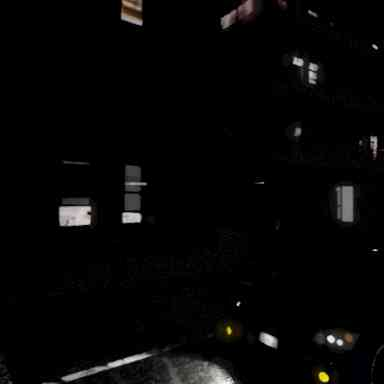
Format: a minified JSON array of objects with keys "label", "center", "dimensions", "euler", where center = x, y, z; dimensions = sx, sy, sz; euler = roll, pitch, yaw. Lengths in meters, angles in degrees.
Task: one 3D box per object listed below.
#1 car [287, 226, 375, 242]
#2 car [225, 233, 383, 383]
[{"label":"car","center":[3.830,1.658,9.281],"dimensions":[4.313,1.339,1.947],"euler":[1,0,-35]},{"label":"car","center":[2.528,1.618,5.183],"dimensions":[4.181,1.385,1.994],"euler":[1,0,-36]}]
